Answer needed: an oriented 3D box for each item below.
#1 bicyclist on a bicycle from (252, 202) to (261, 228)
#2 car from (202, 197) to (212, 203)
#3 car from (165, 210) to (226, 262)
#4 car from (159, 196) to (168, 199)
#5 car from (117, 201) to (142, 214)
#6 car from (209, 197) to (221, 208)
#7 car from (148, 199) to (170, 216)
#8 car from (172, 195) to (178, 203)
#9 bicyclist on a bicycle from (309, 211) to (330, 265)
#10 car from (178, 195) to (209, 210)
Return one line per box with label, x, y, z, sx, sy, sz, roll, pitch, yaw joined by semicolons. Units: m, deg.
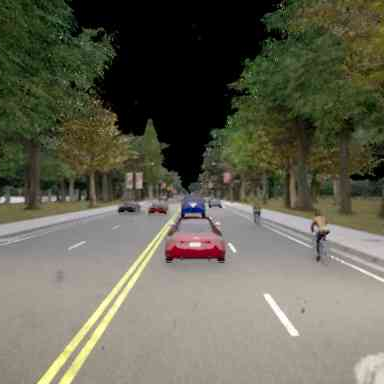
bicyclist on a bicycle;4.146;1.474;21.213;0.582;1.620;1.656;0;0;0
car;3.269;1.733;73.414;1.994;1.385;4.181;0;0;0
car;0.102;1.573;12.117;1.994;1.385;4.181;0;0;0
car;-6.480;1.599;76.234;1.882;1.535;5.008;0;0;0
car;-6.586;1.646;35.380;1.895;1.301;4.718;0;0;0
car;3.360;1.630;49.762;2.033;1.411;5.357;0;0;0
car;-3.337;1.643;33.691;1.895;1.301;4.718;0;0;0
car;-3.231;1.472;74.453;2.097;1.767;4.553;0;0;0
bicyclist on a bicycle;4.143;1.461;10.794;0.582;1.620;1.656;0;0;0
car;0.106;1.258;30.705;2.150;2.045;5.566;0;0;0
